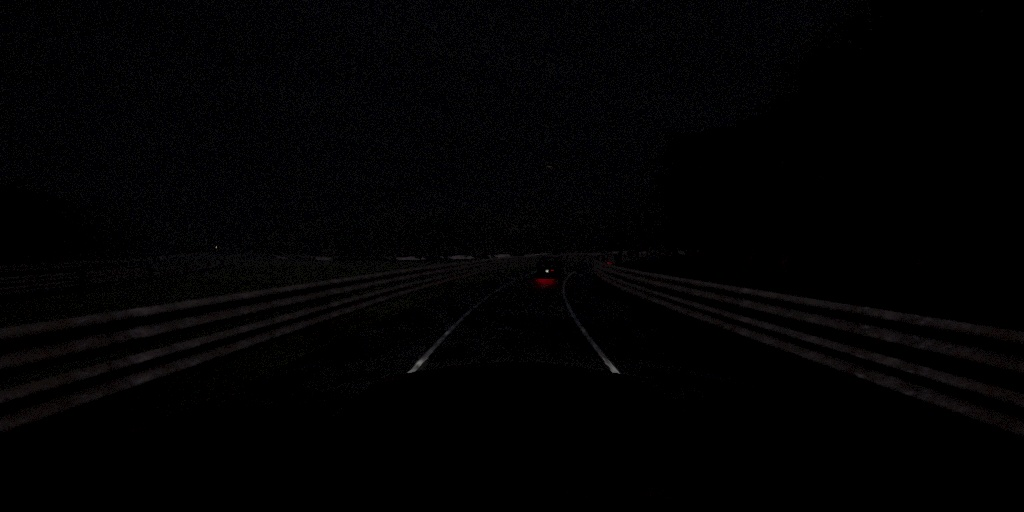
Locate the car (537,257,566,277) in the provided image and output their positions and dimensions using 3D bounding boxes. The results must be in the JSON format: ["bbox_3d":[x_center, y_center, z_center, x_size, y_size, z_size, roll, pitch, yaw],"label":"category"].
[{"bbox_3d":[3.224,0.826,29.433,1.837,1.490,4.892,0,2,14],"label":"car"}]

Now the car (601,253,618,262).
[{"bbox_3d":[16.485,0.174,60.123,2.128,1.511,4.902,1,1,33],"label":"car"}]
